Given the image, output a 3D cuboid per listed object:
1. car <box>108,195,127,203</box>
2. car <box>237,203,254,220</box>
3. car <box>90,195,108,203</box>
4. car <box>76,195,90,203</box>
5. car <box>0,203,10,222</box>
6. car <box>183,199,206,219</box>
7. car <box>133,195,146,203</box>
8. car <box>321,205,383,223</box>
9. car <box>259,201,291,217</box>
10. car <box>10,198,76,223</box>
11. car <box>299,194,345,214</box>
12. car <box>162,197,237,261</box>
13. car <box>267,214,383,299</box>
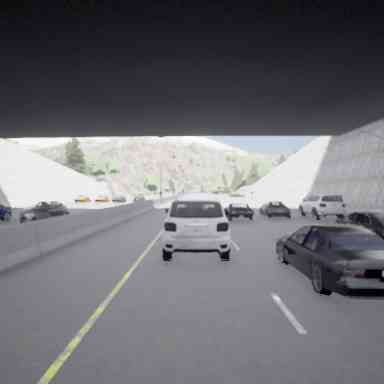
[{"bbox_3d":[-13.704,1.343,62.808,2.033,1.411,5.357,0,0,1],"label":"car"},{"bbox_3d":[3.712,1.538,27.039,1.895,1.301,4.718,0,0,0],"label":"car"},{"bbox_3d":[-17.205,1.260,63.225,1.882,1.535,5.008,0,0,1],"label":"car"},{"bbox_3d":[-20.703,1.255,62.816,1.882,1.535,5.008,0,0,1],"label":"car"},{"bbox_3d":[-14.009,1.383,22.119,1.882,1.535,5.008,0,0,0],"label":"car"},{"bbox_3d":[0.215,1.447,29.649,1.812,1.442,4.674,0,0,0],"label":"car"},{"bbox_3d":[-10.195,1.293,64.581,2.128,1.511,4.902,0,0,1],"label":"car"},{"bbox_3d":[7.147,1.487,13.319,1.837,1.490,4.892,0,0,0],"label":"car"},{"bbox_3d":[7.224,1.504,29.272,1.994,1.385,4.181,0,0,0],"label":"car"},{"bbox_3d":[-10.499,1.401,23.883,2.128,1.511,4.902,0,0,0],"label":"car"},{"bbox_3d":[10.717,1.175,27.664,2.150,2.045,5.566,0,0,0],"label":"car"},{"bbox_3d":[0.144,1.189,12.346,2.150,2.045,5.566,0,0,0],"label":"car"},{"bbox_3d":[3.624,1.533,8.580,2.033,1.411,5.357,0,0,0],"label":"car"}]
